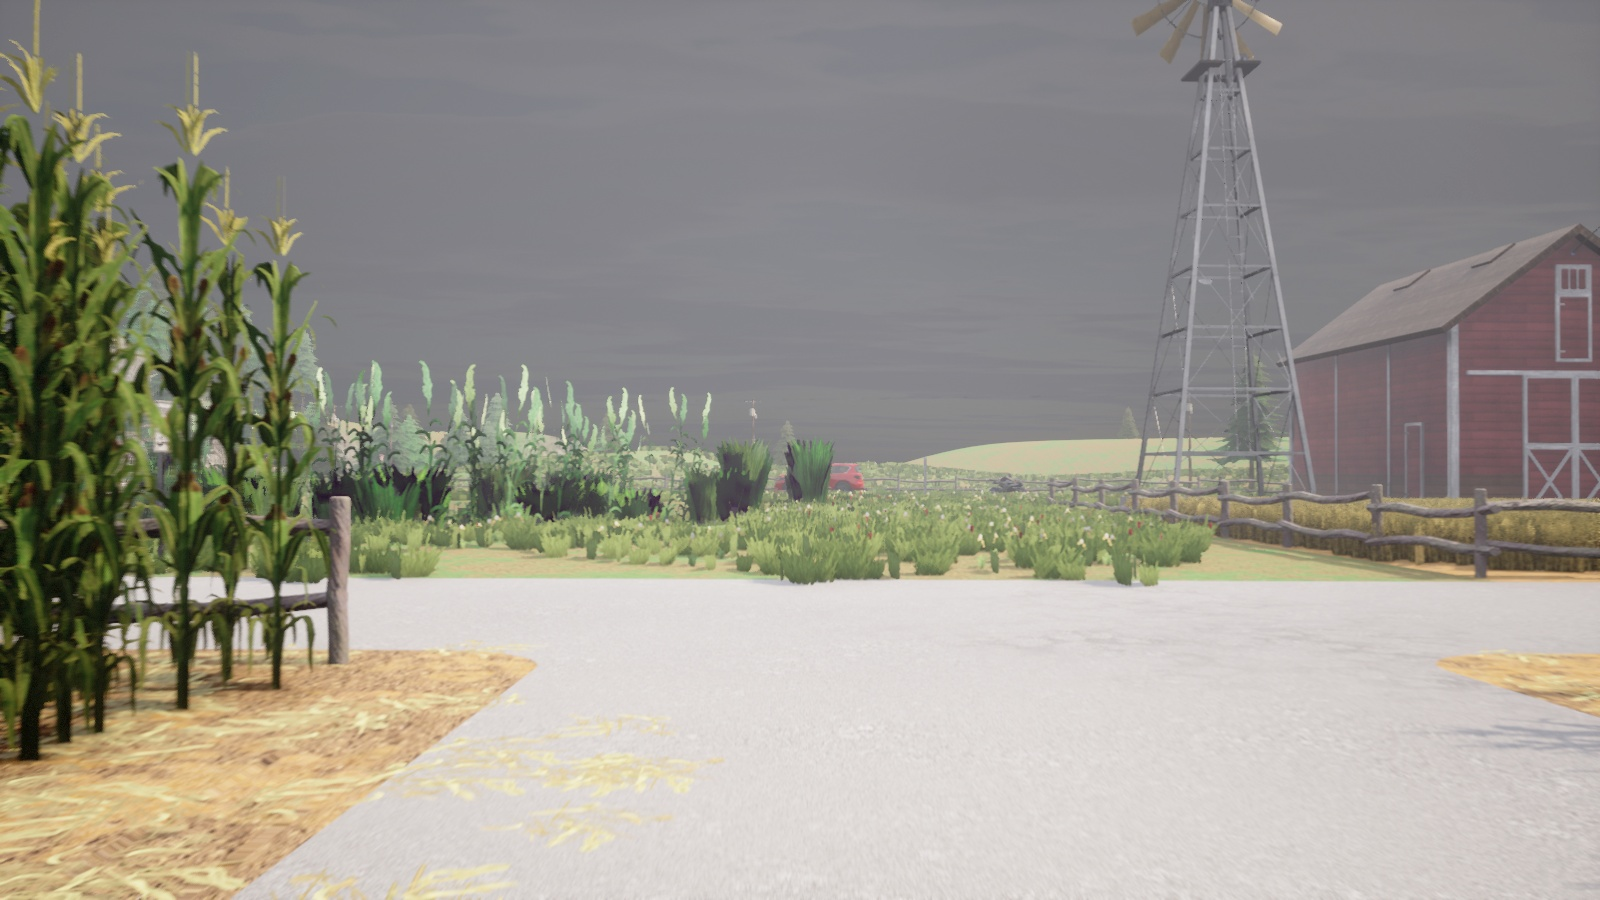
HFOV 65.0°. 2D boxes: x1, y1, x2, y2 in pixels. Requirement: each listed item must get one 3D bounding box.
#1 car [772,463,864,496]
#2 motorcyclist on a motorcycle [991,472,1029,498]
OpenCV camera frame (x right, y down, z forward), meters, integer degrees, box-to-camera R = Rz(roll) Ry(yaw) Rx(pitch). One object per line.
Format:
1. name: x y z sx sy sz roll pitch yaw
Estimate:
1. car: 1.159 1.837 78.136 5.566 2.045 2.150 0 -1 5
2. motorcyclist on a motorcycle: 12.345 2.037 73.876 2.191 1.530 0.866 0 -1 5
